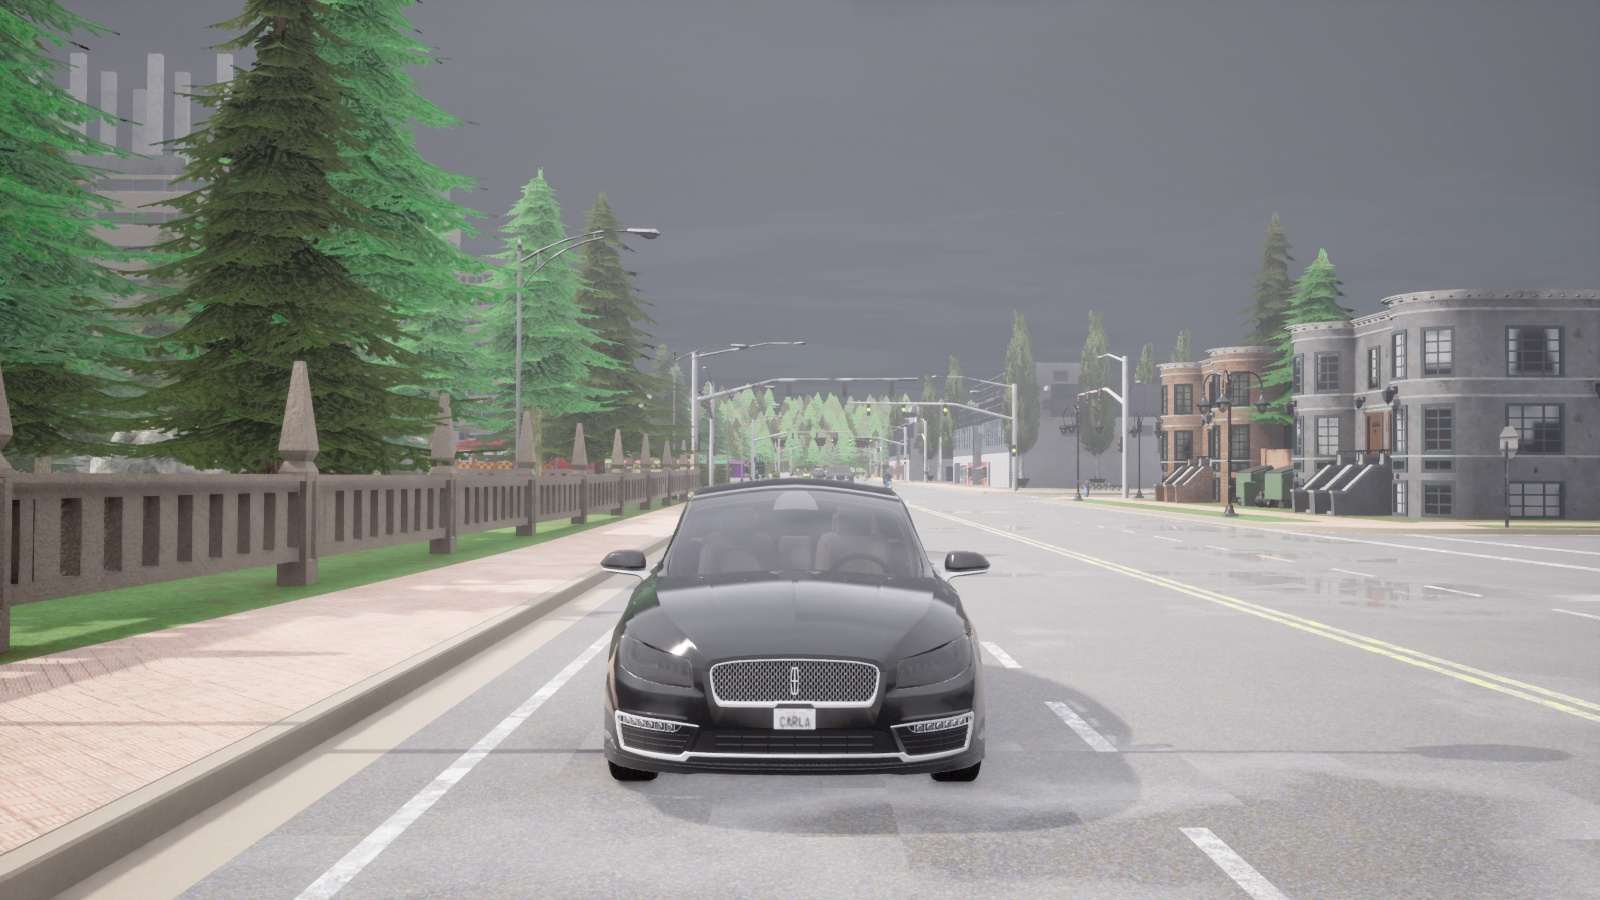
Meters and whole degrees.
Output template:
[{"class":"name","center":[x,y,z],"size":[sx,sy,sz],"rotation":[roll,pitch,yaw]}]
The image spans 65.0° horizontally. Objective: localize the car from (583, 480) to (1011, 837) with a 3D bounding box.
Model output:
[{"class":"car","center":[-0.021,0.951,7.847],"size":[1.837,1.490,4.892],"rotation":[0,-1,0]}]

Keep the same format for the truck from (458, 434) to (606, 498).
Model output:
[{"class":"truck","center":[-16.340,1.006,77.079],"size":[8.468,3.827,2.891],"rotation":[0,-1,0]}]
